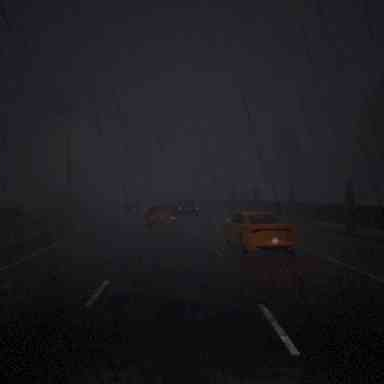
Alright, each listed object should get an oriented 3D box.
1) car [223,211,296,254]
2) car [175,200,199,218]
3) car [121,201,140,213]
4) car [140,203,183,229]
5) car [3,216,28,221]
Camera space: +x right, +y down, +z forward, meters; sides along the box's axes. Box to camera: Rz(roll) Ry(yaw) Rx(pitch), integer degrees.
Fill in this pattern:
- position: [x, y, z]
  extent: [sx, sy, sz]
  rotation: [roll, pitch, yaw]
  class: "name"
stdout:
- position: [2.573, 1.516, 13.725]
  extent: [1.882, 1.535, 5.008]
  rotation: [-1, 0, -5]
  class: "car"
- position: [-0.833, 1.525, 31.829]
  extent: [2.097, 1.767, 4.553]
  rotation: [-1, 0, -15]
  class: "car"
- position: [-7.546, 1.830, 41.116]
  extent: [1.812, 1.442, 4.674]
  rotation: [-1, 0, -21]
  class: "car"
- position: [-2.255, 1.693, 22.997]
  extent: [2.033, 1.411, 5.357]
  rotation: [-1, 0, -11]
  class: "car"
- position: [-13.423, 1.839, 24.184]
  extent: [2.033, 1.411, 5.357]
  rotation: [-1, 0, -13]
  class: "car"
